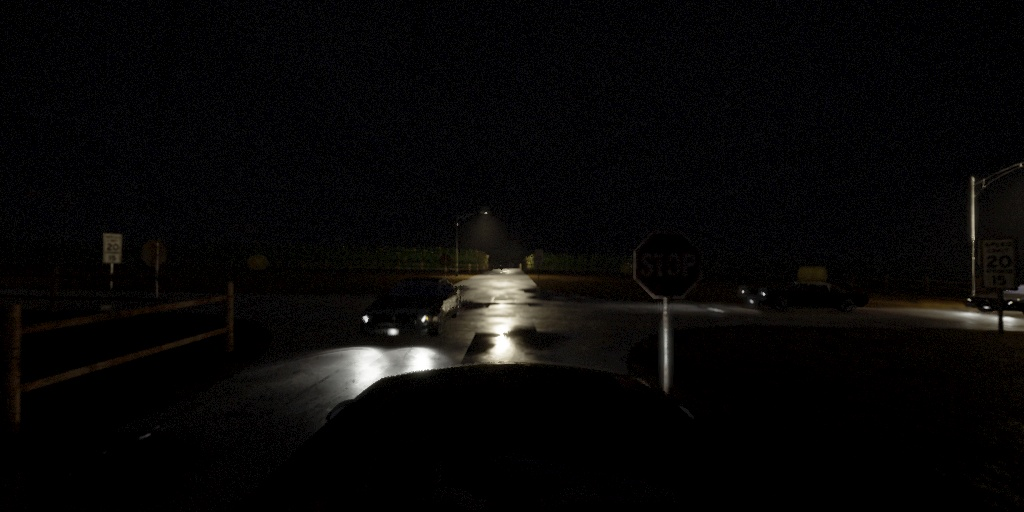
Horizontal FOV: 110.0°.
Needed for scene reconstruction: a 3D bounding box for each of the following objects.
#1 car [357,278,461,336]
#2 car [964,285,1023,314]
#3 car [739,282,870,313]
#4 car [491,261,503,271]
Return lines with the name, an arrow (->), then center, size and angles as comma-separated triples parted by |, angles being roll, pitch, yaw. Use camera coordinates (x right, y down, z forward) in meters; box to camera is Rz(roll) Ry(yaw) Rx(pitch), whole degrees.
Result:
car -> -2.725, 1.375, 10.904 | 2.033, 1.411, 5.357 | 0, 0, 0
car -> 24.483, 2.043, 16.506 | 5.357, 1.411, 2.033 | 1, -1, 0
car -> 13.238, 1.833, 16.505 | 4.718, 1.301, 1.895 | 1, -1, 0
car -> -2.646, 1.737, 64.539 | 2.097, 1.767, 4.553 | 0, -1, 0
